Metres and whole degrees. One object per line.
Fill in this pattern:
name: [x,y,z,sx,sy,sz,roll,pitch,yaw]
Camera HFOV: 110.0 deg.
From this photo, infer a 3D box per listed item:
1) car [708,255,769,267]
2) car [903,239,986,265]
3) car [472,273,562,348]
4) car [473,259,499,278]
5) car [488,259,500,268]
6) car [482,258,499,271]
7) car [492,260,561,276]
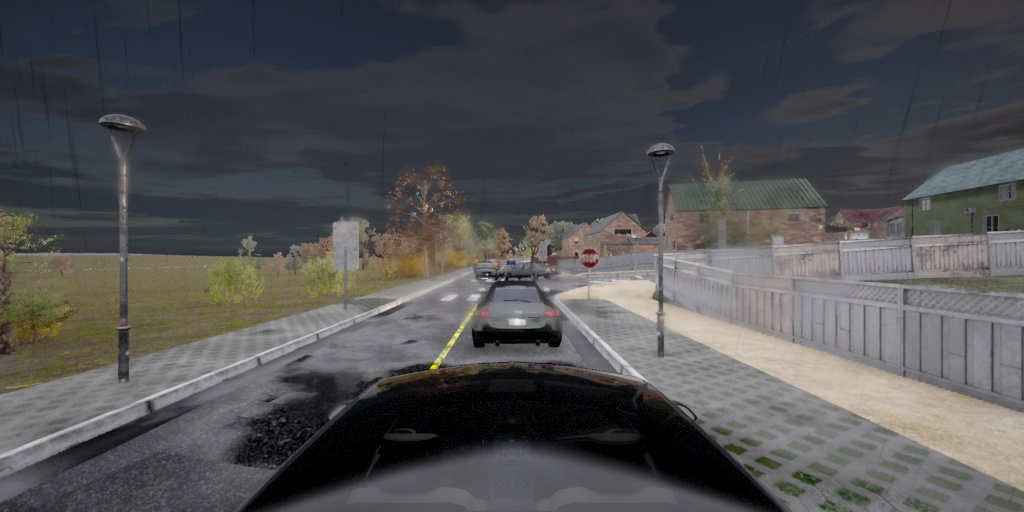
car: [14.329,0.411,22.714,4.181,1.385,1.994,-3,0,16]
car: [23.836,-0.211,20.318,4.902,1.511,2.128,-3,0,14]
car: [0.081,1.312,9.282,1.994,1.385,4.181,0,0,-1]
car: [-2.334,1.254,31.201,1.837,1.490,4.892,0,0,-8]
car: [-3.000,1.249,61.054,1.882,1.535,5.008,0,0,0]
car: [-2.986,1.115,51.017,2.097,1.767,4.553,0,0,0]
car: [1.262,1.194,28.300,5.357,1.411,2.033,-4,-3,43]
